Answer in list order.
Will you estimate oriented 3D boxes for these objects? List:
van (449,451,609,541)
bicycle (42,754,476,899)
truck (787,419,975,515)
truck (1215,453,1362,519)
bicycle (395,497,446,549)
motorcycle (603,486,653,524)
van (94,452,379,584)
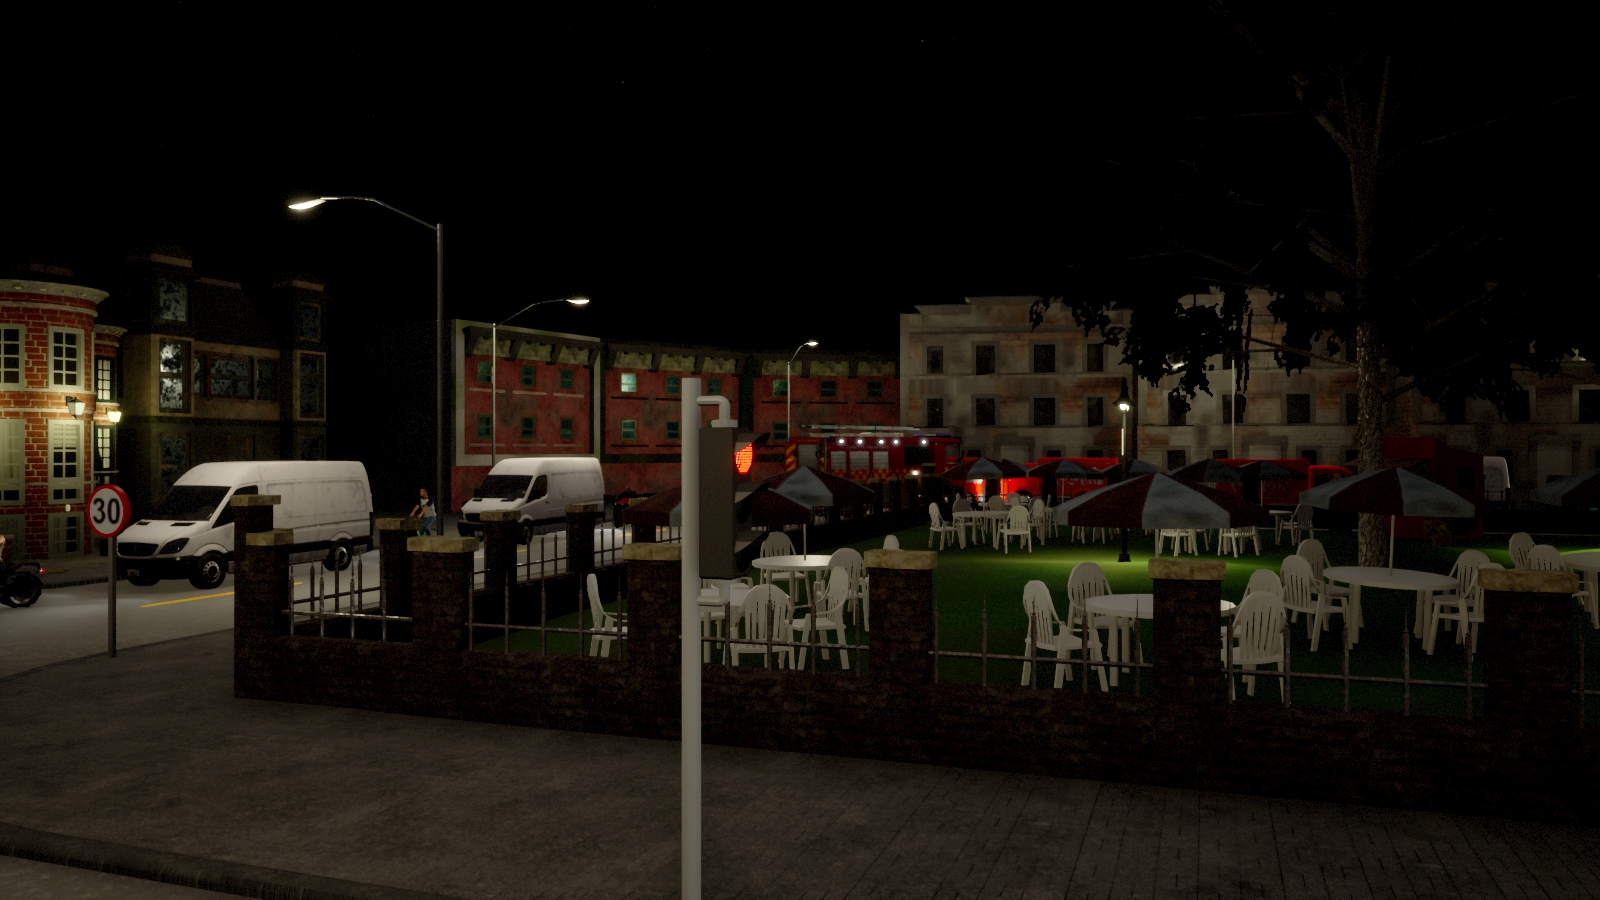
[{"bbox_3d":[-8.336,1.314,35.865,1.988,2.561,5.915,0,0,20],"label":"van"},{"bbox_3d":[-2.118,1.940,4.398,1.835,1.271,0.329,1,0,21],"label":"bicycle"},{"bbox_3d":[3.640,0.672,49.314,8.468,3.827,2.891,0,0,-40],"label":"truck"},{"bbox_3d":[19.130,1.348,45.052,5.204,2.467,2.627,0,0,20],"label":"truck"},{"bbox_3d":[-10.162,1.936,30.641,0.373,1.296,1.643,0,0,20],"label":"bicycle"},{"bbox_3d":[-6.254,1.985,41.668,0.867,1.251,2.209,0,0,20],"label":"motorcycle"},{"bbox_3d":[-12.115,1.315,25.192,1.988,2.561,5.915,0,0,20],"label":"van"}]
